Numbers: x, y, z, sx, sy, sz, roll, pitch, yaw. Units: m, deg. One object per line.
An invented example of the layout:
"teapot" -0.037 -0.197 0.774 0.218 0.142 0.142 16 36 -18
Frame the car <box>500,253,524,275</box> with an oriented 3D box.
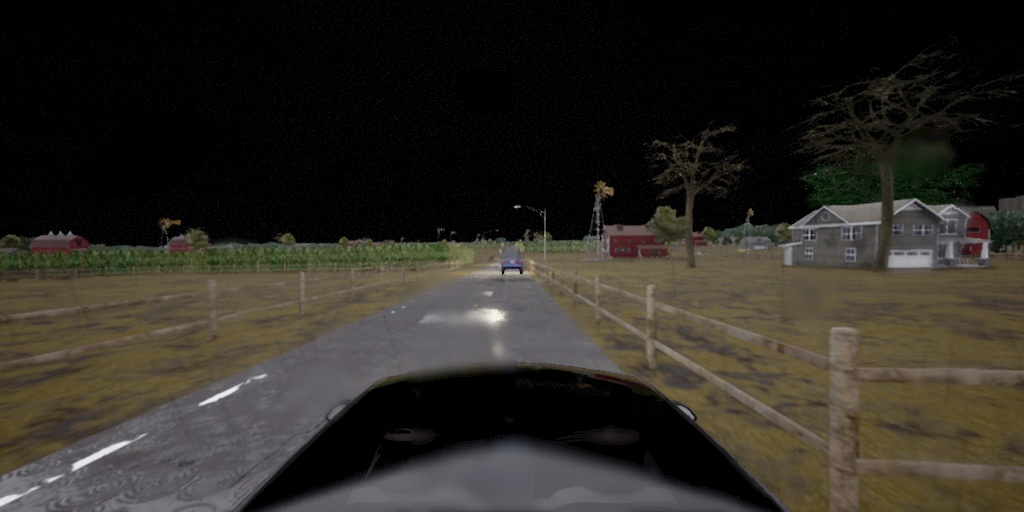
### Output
"car" 0.005 0.692 36.454 2.150 2.045 5.566 0 0 0
